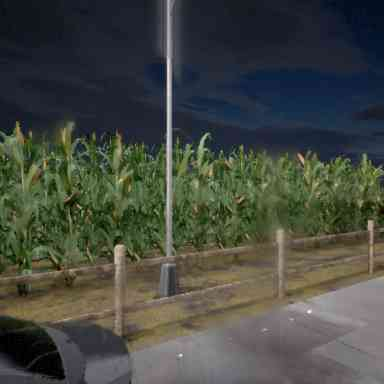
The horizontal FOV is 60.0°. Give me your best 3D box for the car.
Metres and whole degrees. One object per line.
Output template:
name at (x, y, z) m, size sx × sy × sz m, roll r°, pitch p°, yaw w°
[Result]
car at (-2.524, 1.504, 1.271) m, size 4.892 × 1.490 × 1.837 m, roll 0°, pitch 0°, yaw -35°
